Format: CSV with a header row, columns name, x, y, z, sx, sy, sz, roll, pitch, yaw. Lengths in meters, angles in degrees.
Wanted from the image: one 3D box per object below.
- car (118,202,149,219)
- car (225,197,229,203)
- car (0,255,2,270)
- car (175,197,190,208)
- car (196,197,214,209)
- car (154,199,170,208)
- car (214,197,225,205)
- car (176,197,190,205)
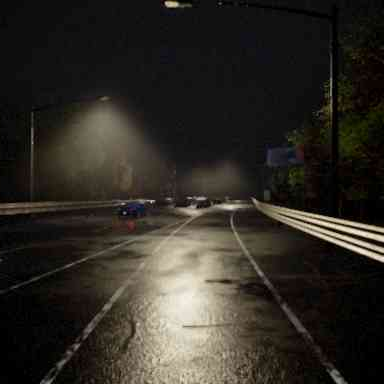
name,x,y,z,sx,sy,sz,roll,pitch,yaw
car,-5.488,1.686,31.363,1.812,1.442,4.674,0,-1,10
car,8.662,2.265,92.945,1.882,1.535,5.008,0,-1,10
car,-6.153,1.487,6.752,1.837,1.490,4.892,1,0,10
car,-1.521,1.909,54.421,1.812,1.442,4.674,0,-1,10
car,1.917,1.942,53.738,2.033,1.411,5.357,0,-1,10
car,-4.960,1.877,55.066,1.837,1.490,4.892,0,-1,10
car,5.928,1.976,77.061,2.097,1.767,4.553,0,-1,10
car,-1.974,1.894,72.417,2.097,1.767,4.553,0,-1,10
